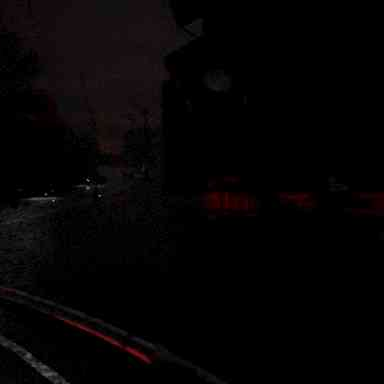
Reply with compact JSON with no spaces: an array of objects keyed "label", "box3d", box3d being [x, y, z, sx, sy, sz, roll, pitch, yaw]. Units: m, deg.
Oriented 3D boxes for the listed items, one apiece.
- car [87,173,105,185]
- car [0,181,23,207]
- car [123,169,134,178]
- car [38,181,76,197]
[{"label":"car","box3d":[-13.802,-1.948,47.984,1.837,1.490,4.892,-1,8,-3]},{"label":"car","box3d":[-14.936,0.360,24.477,2.150,2.045,5.566,-1,6,7]},{"label":"car","box3d":[-12.114,-3.582,63.359,1.882,1.535,5.008,-1,6,-11]},{"label":"car","box3d":[-13.913,-0.449,34.624,2.033,1.411,5.357,-1,6,4]}]
